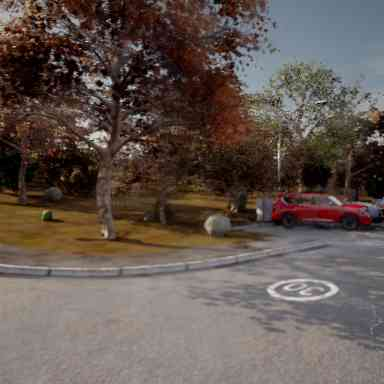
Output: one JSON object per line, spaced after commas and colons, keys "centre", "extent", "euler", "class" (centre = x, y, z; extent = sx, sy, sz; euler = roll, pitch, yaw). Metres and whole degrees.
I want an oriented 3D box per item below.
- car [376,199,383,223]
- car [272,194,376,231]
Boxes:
{"centre": [9.837, 1.389, 21.707], "extent": [4.792, 1.488, 2.163], "euler": [-1, 0, 31], "class": "car"}
{"centre": [7.587, 1.126, 19.847], "extent": [5.566, 2.045, 2.435], "euler": [-1, -1, 31], "class": "car"}
